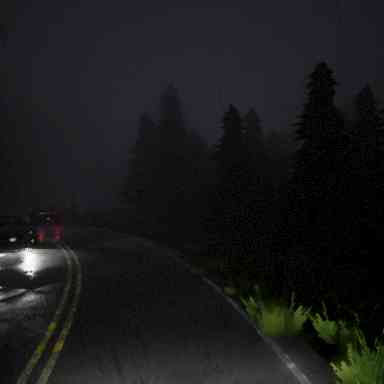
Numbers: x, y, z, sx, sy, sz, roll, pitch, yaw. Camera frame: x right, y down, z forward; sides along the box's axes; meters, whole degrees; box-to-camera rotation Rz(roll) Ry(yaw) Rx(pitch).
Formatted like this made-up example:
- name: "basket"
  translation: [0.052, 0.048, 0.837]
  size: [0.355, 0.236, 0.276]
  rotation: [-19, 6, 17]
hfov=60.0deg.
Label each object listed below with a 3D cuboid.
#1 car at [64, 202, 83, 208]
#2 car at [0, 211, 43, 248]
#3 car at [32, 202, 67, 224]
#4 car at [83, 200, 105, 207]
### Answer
- name: "car"
  translation: [-16.444, 2.072, 44.056]
  size: [1.812, 1.442, 4.674]
  rotation: [0, -1, 0]
- name: "car"
  translation: [-8.434, 1.830, 15.417]
  size: [1.994, 1.385, 4.181]
  rotation: [-3, 0, -32]
- name: "car"
  translation: [-11.807, 1.809, 26.485]
  size: [2.128, 1.511, 4.902]
  rotation: [-3, 0, -31]
- name: "car"
  translation: [-16.953, 2.047, 56.904]
  size: [2.128, 1.511, 4.902]
  rotation: [1, 0, 23]
